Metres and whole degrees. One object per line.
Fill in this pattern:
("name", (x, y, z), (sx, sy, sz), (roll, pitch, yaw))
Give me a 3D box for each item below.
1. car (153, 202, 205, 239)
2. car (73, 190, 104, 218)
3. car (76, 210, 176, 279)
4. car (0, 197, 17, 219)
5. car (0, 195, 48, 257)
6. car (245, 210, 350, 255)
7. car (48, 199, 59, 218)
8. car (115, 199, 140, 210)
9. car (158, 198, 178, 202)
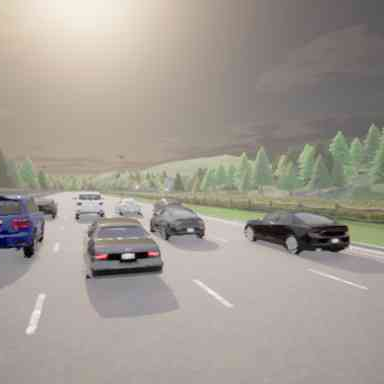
("car", (-0.834, 1.447, 16.361), (1.812, 1.442, 4.674), (0, 0, -19))
("car", (-8.602, 1.048, 27.737), (2.150, 2.045, 5.566), (0, 0, -19))
("car", (-2.286, 1.491, 9.942), (2.033, 1.411, 5.357), (0, 0, -19))
("car", (-16.049, 1.264, 27.796), (1.882, 1.535, 5.008), (0, 0, -19))
("car", (-6.835, 1.127, 12.344), (2.150, 2.045, 5.566), (0, 0, -19))
("car", (3.931, 1.439, 13.363), (1.882, 1.535, 5.008), (0, 1, -19))
("car", (-12.328, 1.311, 27.769), (1.837, 1.490, 4.892), (0, 0, -19))
("car", (-5.967, 1.354, 30.778), (1.812, 1.442, 4.674), (0, 0, -19))
("car", (-2.338, 1.338, 31.012), (2.128, 1.511, 4.902), (0, 0, -19))
